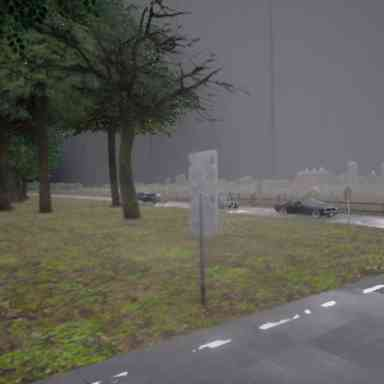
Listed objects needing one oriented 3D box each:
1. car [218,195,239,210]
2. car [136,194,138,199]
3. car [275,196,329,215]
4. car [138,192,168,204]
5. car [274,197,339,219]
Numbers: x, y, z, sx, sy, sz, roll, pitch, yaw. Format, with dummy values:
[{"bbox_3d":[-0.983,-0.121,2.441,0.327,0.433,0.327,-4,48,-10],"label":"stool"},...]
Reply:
[{"bbox_3d":[2.884,1.052,33.834,1.994,1.385,4.181,-1,2,-35],"label":"car"},{"bbox_3d":[-7.570,0.673,53.264,2.033,1.411,5.357,-1,2,-35],"label":"car"},{"bbox_3d":[9.619,1.115,29.427,1.994,1.385,4.181,-1,2,-35],"label":"car"},{"bbox_3d":[-5.039,0.818,44.825,1.812,1.442,4.674,-1,2,-36],"label":"car"},{"bbox_3d":[8.752,1.253,25.685,1.895,1.301,4.718,-1,2,-36],"label":"car"}]
